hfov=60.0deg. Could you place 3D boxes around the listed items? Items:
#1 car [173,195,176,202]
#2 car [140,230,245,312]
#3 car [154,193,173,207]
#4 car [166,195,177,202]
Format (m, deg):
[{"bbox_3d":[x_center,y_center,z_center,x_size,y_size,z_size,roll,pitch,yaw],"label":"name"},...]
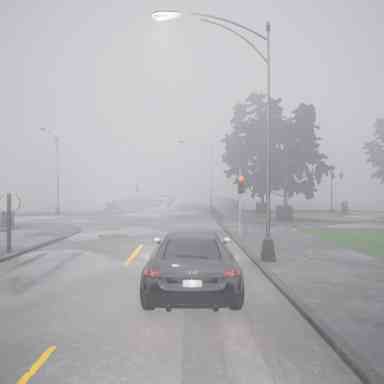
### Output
[{"bbox_3d":[-4.560,1.544,62.396,2.033,1.411,5.357,0,0,0],"label":"car"},{"bbox_3d":[0.001,1.564,7.801,1.994,1.385,4.181,0,0,0],"label":"car"},{"bbox_3d":[-4.511,1.219,51.016,2.150,2.045,5.566,0,0,-1],"label":"car"},{"bbox_3d":[-4.611,1.513,75.677,2.128,1.511,4.902,0,0,0],"label":"car"}]
